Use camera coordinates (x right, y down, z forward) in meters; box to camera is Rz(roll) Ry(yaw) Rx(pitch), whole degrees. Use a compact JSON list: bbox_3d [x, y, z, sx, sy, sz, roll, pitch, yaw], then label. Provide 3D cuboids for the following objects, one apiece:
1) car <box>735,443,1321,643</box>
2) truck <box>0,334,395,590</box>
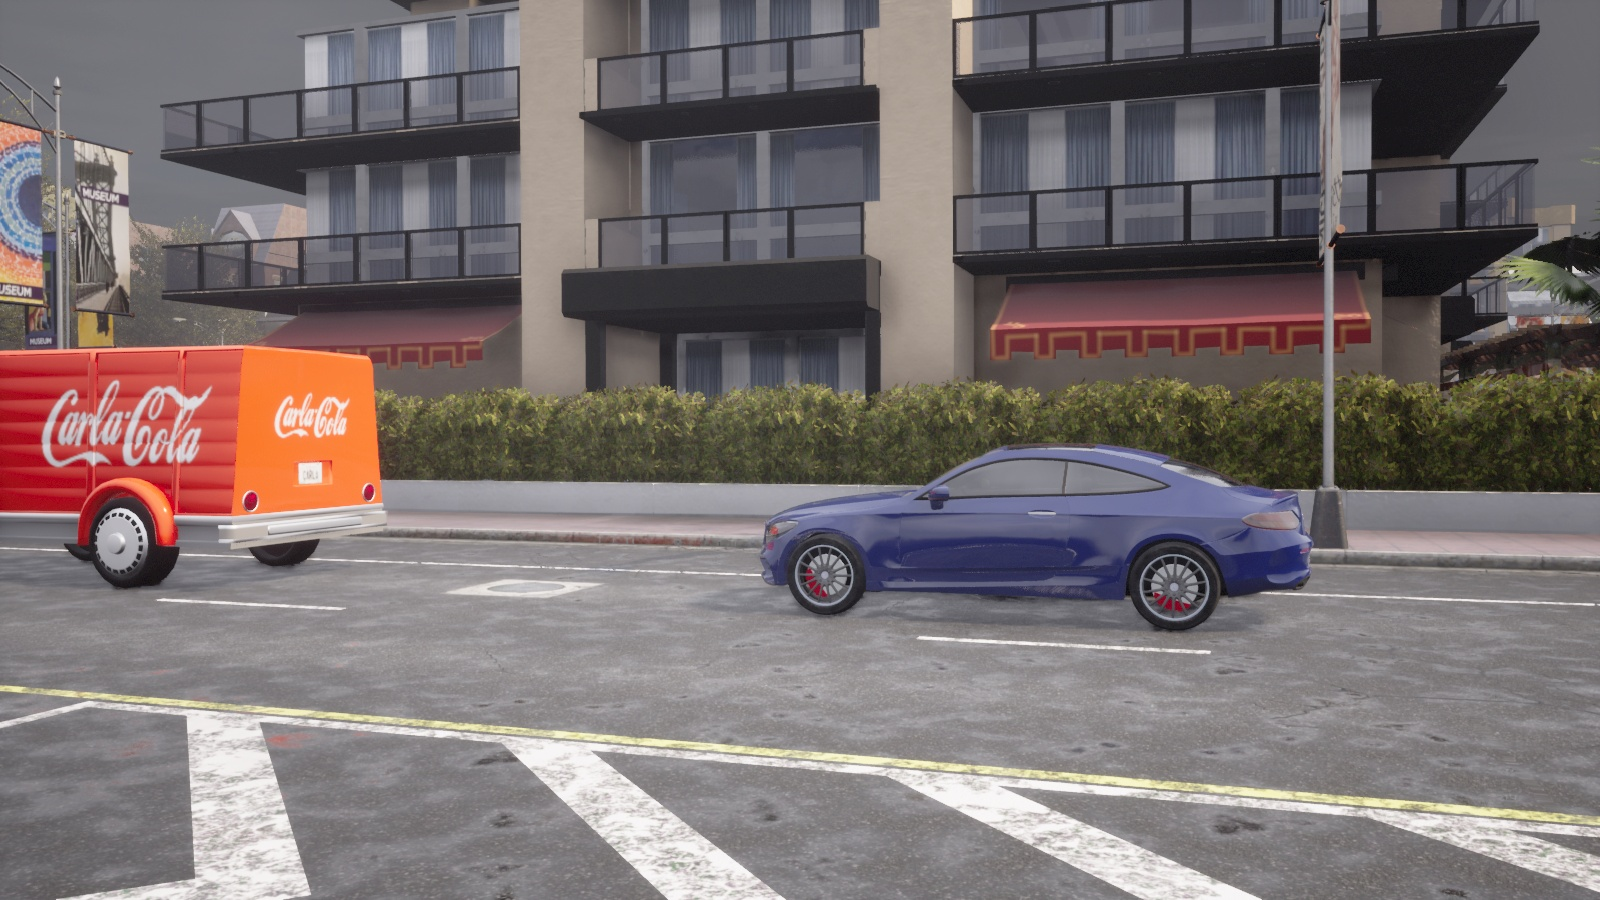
[{"bbox_3d":[1.945,0.684,10.949,4.674,1.442,1.812,1,1,18],"label":"car"},{"bbox_3d":[-7.581,0.083,14.149,5.204,2.467,2.627,0,1,19],"label":"truck"}]
